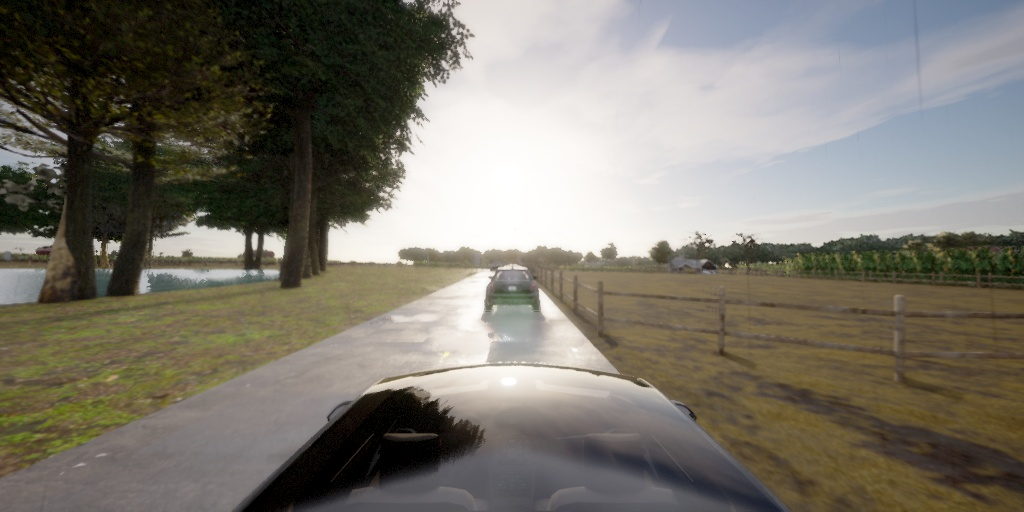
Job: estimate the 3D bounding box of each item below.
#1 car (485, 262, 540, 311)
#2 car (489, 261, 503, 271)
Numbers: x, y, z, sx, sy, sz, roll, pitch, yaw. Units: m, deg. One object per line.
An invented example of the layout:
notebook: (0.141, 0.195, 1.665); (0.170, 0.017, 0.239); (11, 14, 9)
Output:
car: (0.029, 1.243, 15.344); (2.097, 1.767, 4.553); (0, -1, 0)
car: (-2.744, 1.757, 62.804); (2.097, 1.767, 4.553); (0, -1, 0)
